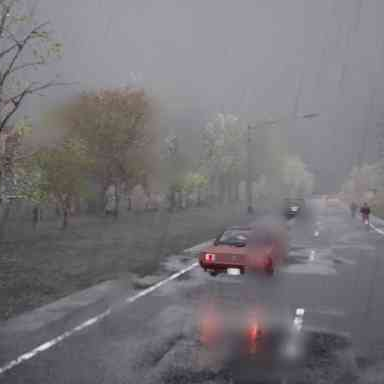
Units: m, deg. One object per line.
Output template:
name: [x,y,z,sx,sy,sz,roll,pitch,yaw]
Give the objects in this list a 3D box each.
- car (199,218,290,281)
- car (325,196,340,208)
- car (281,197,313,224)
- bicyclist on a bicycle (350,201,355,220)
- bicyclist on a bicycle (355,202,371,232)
car: [1.868,1.705,10.358,1.895,1.301,4.718,-1,-1,22]
car: [24.181,1.864,56.896,1.882,1.535,5.008,-1,-1,22]
car: [8.713,1.447,27.547,2.150,2.045,5.566,-1,-1,22]
bicyclist on a bicycle: [13.664,1.622,28.164,0.582,1.620,1.656,-1,-1,22]
bicyclist on a bicycle: [10.402,1.482,19.986,0.659,1.776,1.843,-1,-1,22]
